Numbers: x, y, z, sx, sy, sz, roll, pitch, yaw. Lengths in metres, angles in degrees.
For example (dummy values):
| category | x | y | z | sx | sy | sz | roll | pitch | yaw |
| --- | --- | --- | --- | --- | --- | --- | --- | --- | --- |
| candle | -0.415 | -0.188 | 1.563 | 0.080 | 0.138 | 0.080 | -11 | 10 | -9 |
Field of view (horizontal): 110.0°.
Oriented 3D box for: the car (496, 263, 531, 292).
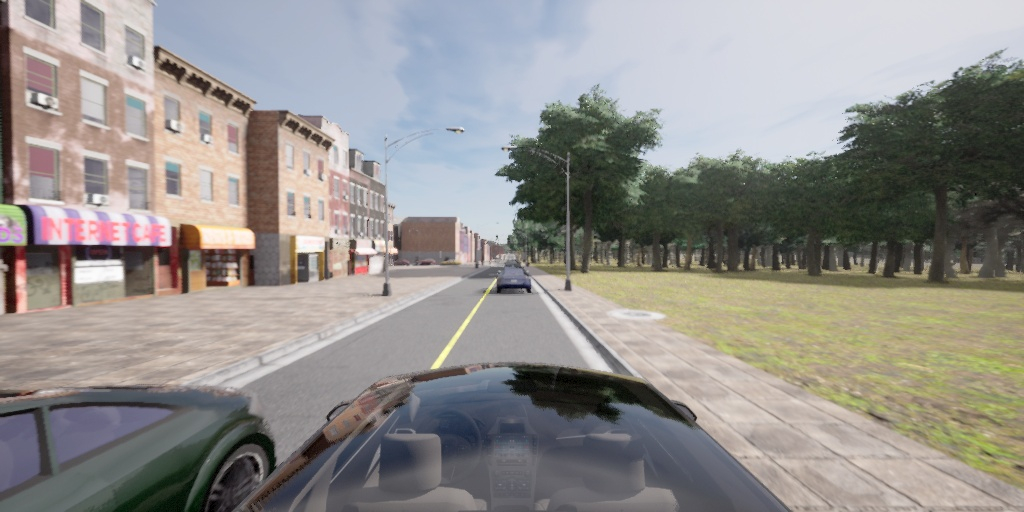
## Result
| category | x | y | z | sx | sy | sz | roll | pitch | yaw |
| --- | --- | --- | --- | --- | --- | --- | --- | --- | --- |
| car | 0.108 | 1.326 | 21.285 | 1.994 | 1.385 | 4.181 | 0 | 0 | 0 |

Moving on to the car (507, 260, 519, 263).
| category | x | y | z | sx | sy | sz | roll | pitch | yaw |
| --- | --- | --- | --- | --- | --- | --- | --- | --- | --- |
| car | 0.116 | 1.222 | 44.858 | 2.097 | 1.767 | 4.553 | 0 | 0 | 0 |

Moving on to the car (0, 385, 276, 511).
| category | x | y | z | sx | sy | sz | roll | pitch | yaw |
| --- | --- | --- | --- | --- | --- | --- | --- | --- | --- |
| car | -2.835 | 1.315 | 1.076 | 1.994 | 1.385 | 4.181 | 0 | 0 | 0 |
